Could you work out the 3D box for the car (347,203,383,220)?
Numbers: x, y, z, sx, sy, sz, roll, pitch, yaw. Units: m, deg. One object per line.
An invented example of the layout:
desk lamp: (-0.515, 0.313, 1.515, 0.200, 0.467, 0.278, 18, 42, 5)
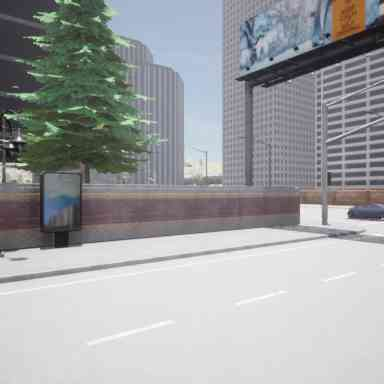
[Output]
car: (14.488, 1.564, 26.137, 1.994, 1.385, 4.181, 0, 0, -35)
